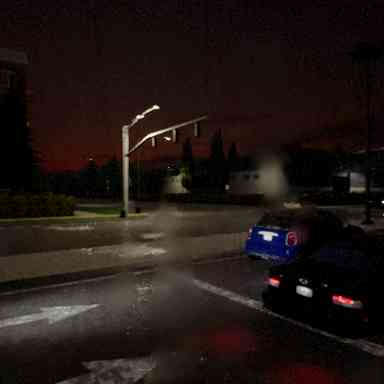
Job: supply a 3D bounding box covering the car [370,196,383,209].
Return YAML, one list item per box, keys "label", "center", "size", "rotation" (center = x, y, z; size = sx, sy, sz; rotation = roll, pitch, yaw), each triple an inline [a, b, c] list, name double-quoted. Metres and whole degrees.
- label: "car"
  center: [26.778, 1.415, 46.529]
  size: [4.553, 1.767, 2.097]
  rotation: [0, 0, -34]

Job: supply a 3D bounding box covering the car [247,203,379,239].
- label: "car"
  center: [3.933, 1.364, 11.027]
  size: [4.553, 1.767, 2.097]
  rotation: [0, 0, -36]

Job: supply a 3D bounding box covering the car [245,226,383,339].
- label: "car"
  center: [3.733, 1.556, 6.519]
  size: [5.357, 1.411, 2.033]
  rotation: [0, 0, -36]

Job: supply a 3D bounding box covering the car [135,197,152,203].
- label: "car"
  center: [-10.478, 1.652, 71.448]
  size: [1.895, 1.301, 4.718]
  rotation: [0, 0, -34]
